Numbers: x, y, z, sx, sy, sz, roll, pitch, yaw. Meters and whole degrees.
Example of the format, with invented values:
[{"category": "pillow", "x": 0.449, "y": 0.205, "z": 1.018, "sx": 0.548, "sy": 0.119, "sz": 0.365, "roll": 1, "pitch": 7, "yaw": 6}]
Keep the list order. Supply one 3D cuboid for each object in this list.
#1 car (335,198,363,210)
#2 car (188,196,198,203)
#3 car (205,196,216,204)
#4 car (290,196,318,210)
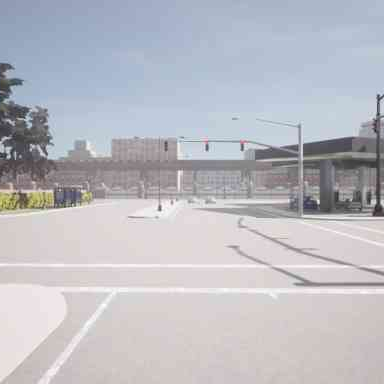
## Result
[{"category": "car", "x": 19.011, "y": 1.456, "z": 40.452, "sx": 1.970, "sy": 1.475, "sz": 3.806, "roll": 0, "pitch": 0, "yaw": 0}, {"category": "car", "x": 0.195, "y": 1.525, "z": 66.171, "sx": 1.812, "sy": 1.442, "sz": 4.674, "roll": 0, "pitch": 0, "yaw": 0}, {"category": "car", "x": 3.588, "y": 1.525, "z": 64.386, "sx": 1.812, "sy": 1.442, "sz": 4.674, "roll": 0, "pitch": 0, "yaw": 0}, {"category": "car", "x": 13.265, "y": 1.295, "z": 39.698, "sx": 2.242, "sy": 1.667, "sz": 4.611, "roll": 0, "pitch": 0, "yaw": 0}]
